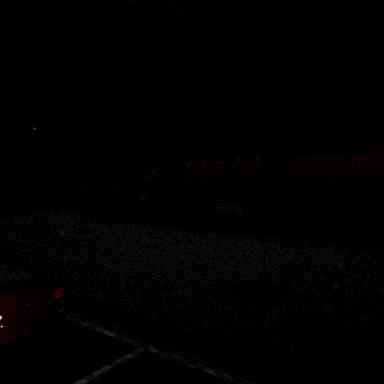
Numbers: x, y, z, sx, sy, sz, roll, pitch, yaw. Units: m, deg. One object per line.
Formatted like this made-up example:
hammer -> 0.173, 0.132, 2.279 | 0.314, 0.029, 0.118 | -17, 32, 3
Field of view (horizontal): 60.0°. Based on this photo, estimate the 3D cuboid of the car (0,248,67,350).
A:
car -> -3.768, 1.576, 5.517 | 4.206, 1.307, 1.802 | 0, -1, 36
